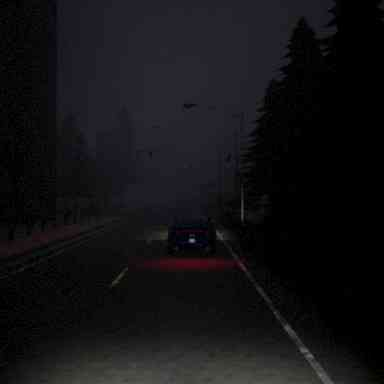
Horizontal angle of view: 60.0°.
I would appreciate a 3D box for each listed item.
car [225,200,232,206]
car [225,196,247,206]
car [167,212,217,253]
[{"bbox_3d":[8.858,1.734,61.626,4.605,1.855,1.932,0,-1,-1],"label":"car"},{"bbox_3d":[8.443,1.760,64.136,3.866,1.878,1.905,0,-1,-1],"label":"car"},{"bbox_3d":[0.007,1.617,14.492,1.882,1.535,5.008,0,0,0],"label":"car"}]
